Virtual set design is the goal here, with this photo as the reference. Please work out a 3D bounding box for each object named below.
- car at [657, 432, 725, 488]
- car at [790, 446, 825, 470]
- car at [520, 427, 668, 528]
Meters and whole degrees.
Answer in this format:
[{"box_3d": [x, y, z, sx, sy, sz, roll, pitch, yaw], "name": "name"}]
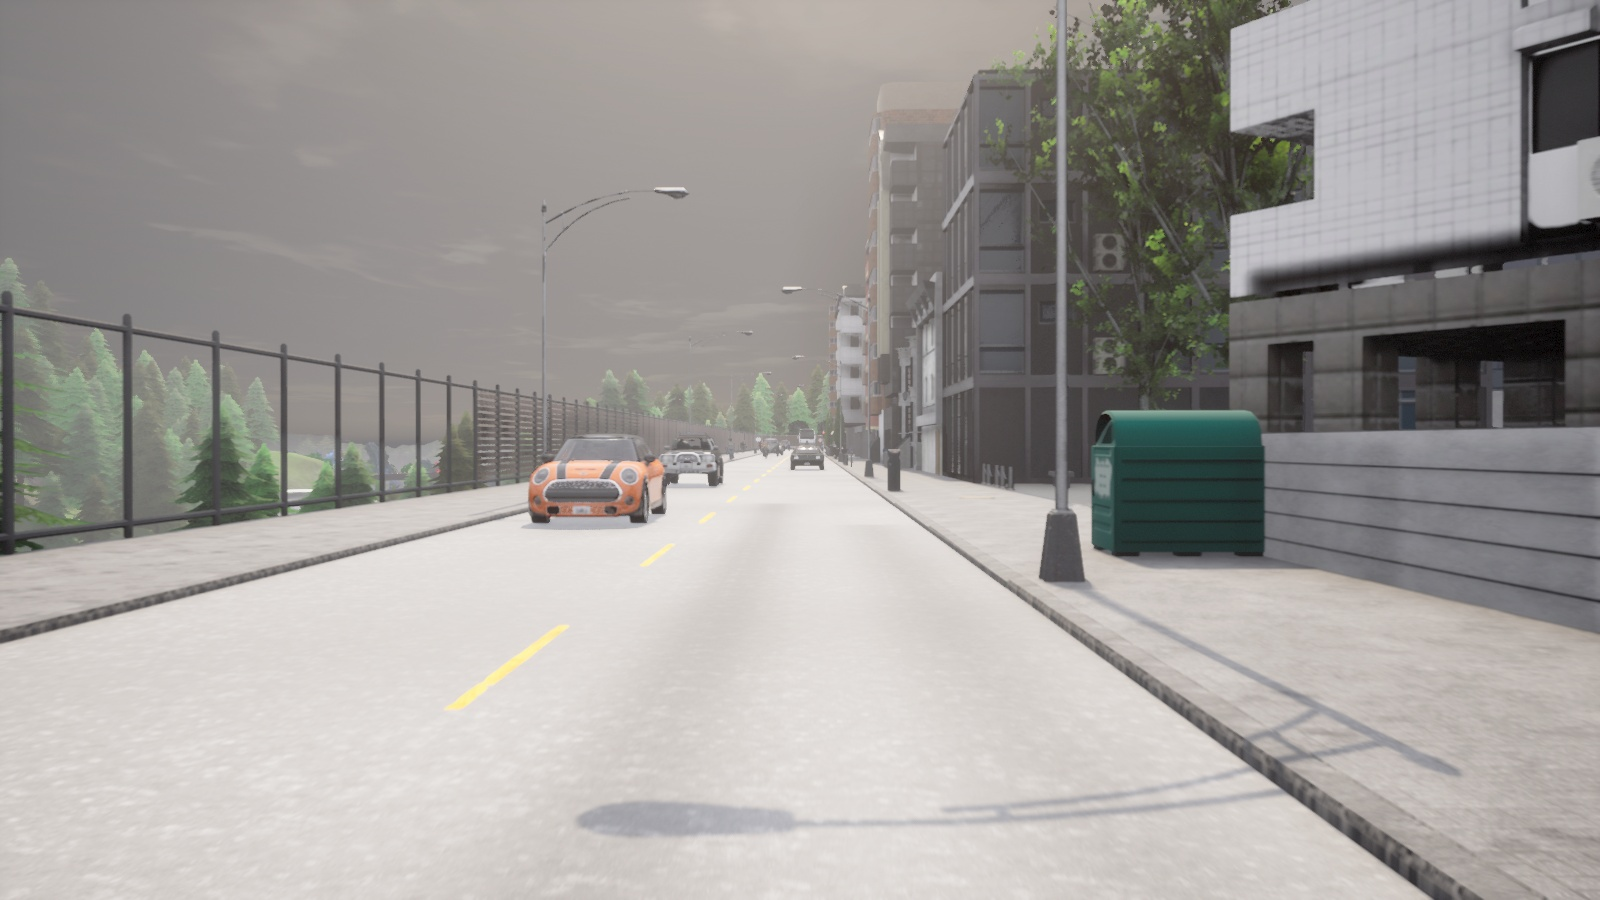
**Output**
[{"box_3d": [-3.741, 0.314, 43.652, 1.932, 1.855, 4.605, 0, 0, 0], "name": "car"}, {"box_3d": [0.408, 0.448, 70.756, 1.895, 1.301, 4.718, 0, 0, 0], "name": "car"}, {"box_3d": [-3.849, 0.465, 24.259, 2.097, 1.767, 4.553, 0, 0, 0], "name": "car"}]
